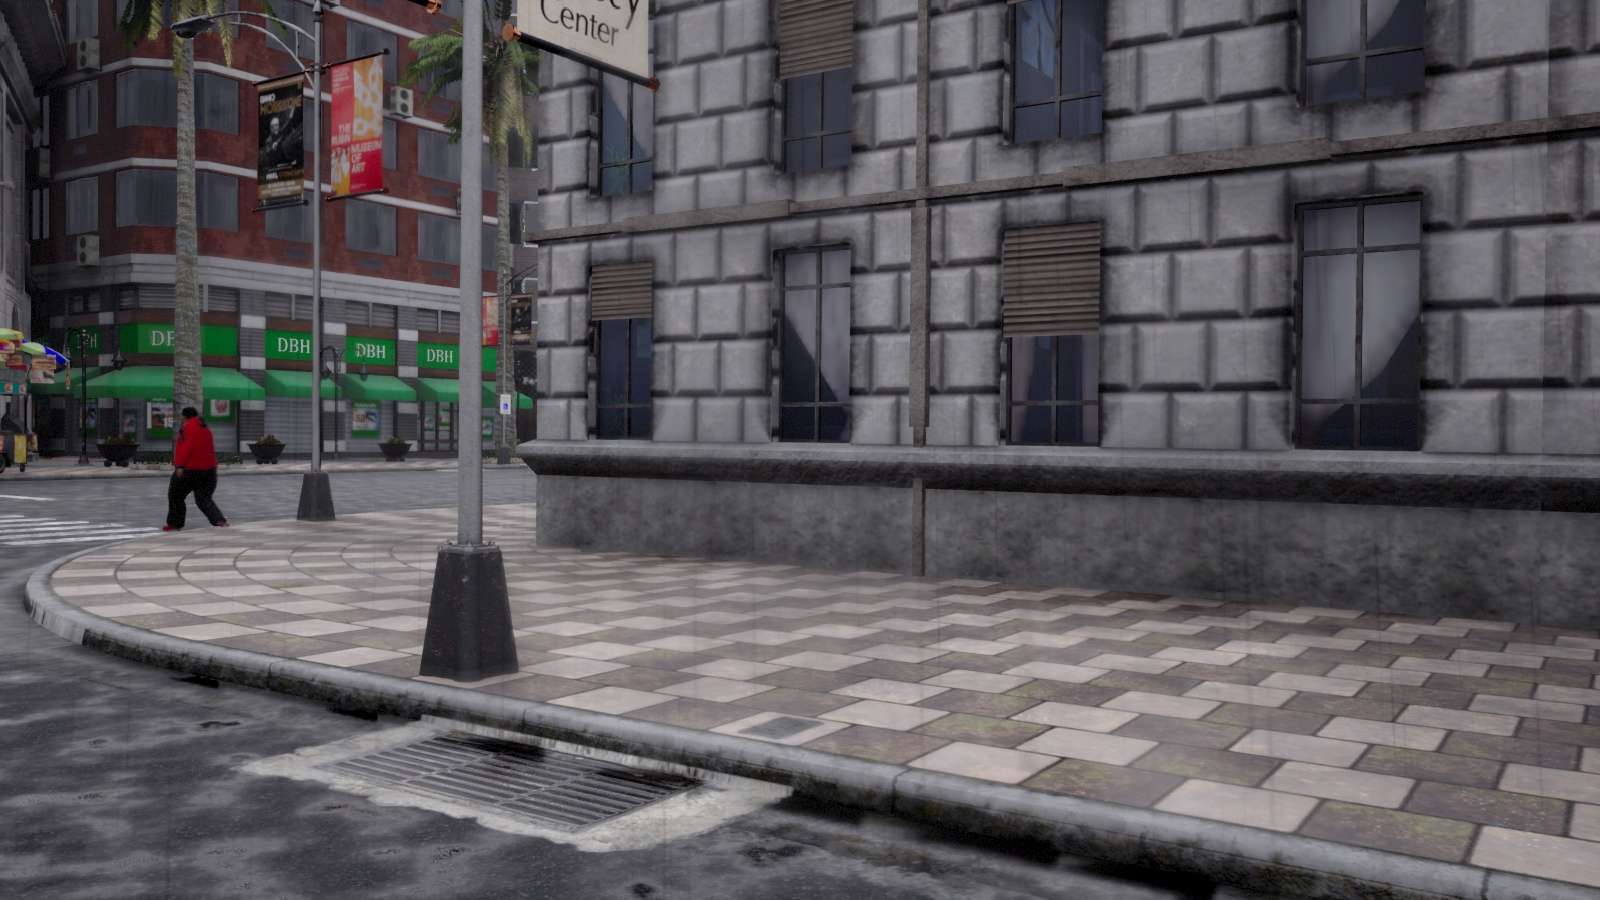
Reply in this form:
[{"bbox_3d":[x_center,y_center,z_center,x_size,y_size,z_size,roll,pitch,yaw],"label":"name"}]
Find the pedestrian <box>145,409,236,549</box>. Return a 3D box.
[{"bbox_3d":[-8.227,0.381,16.961,0.899,1.844,0.634,0,1,19],"label":"pedestrian"}]
